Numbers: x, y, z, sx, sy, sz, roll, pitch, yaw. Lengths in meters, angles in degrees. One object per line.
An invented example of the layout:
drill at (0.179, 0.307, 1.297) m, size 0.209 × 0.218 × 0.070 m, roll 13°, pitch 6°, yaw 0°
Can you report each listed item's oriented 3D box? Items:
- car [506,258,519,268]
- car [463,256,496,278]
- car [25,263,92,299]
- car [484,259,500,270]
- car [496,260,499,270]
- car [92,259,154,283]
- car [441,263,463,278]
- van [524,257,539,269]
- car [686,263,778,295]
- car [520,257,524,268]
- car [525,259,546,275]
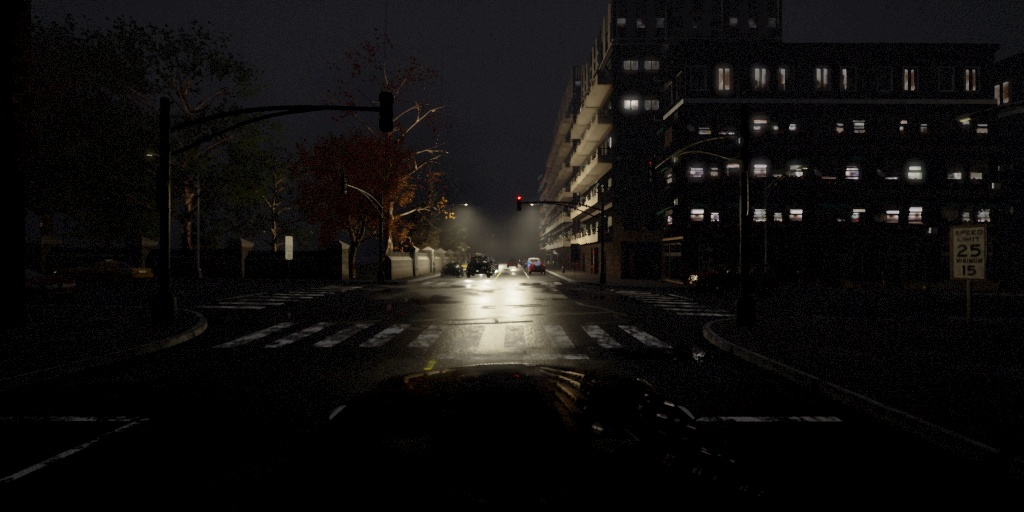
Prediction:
car at (0.093, 1.304, 62.667) m, size 1.837 × 1.490 × 4.892 m, roll 0°, pitch 0°, yaw 0°
car at (-3.036, 0.986, 34.662) m, size 2.150 × 2.045 × 5.566 m, roll 0°, pitch 0°, yaw 1°
car at (-18.945, 1.007, 13.365) m, size 4.207 × 1.307 × 1.802 m, roll 0°, pitch 0°, yaw 0°
car at (-3.008, 1.279, 55.013) m, size 2.128 × 1.511 × 4.902 m, roll 0°, pitch 0°, yaw 0°
car at (-3.032, 1.322, 44.914) m, size 2.033 × 1.411 × 5.357 m, roll 0°, pitch 0°, yaw 0°
car at (-24.713, 0.883, 21.700) m, size 4.829 × 1.417 × 1.751 m, roll 0°, pitch 0°, yaw 0°
car at (-5.640, 1.330, 34.376) m, size 1.948 × 1.339 × 4.313 m, roll 0°, pitch 0°, yaw 0°
van at (2.758, 1.116, 45.623) m, size 1.690 × 1.789 × 3.998 m, roll 0°, pitch 0°, yaw 0°
car at (13.480, 1.353, 22.005) m, size 5.009 × 1.841 × 2.192 m, roll 0°, pitch 0°, yaw 0°
car at (2.775, 1.230, 56.884) m, size 1.967 × 1.591 × 4.097 m, roll 0°, pitch 0°, yaw 0°
car at (2.749, 1.314, 39.993) m, size 1.888 × 1.381 × 4.507 m, roll 0°, pitch 0°, yaw 0°
